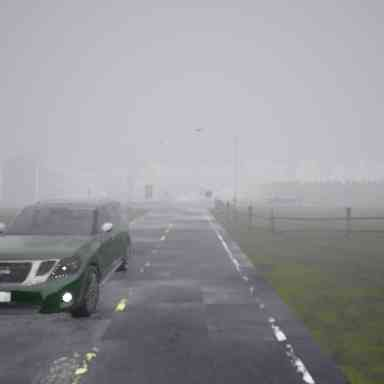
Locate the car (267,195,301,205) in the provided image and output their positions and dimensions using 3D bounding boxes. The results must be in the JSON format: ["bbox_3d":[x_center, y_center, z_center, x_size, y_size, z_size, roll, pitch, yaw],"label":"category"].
[{"bbox_3d":[13.861,1.206,49.768,5.008,1.535,1.882,-1,-1,0],"label":"car"}]

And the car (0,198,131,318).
[{"bbox_3d":[-2.854,1.201,7.720,2.150,2.045,5.566,0,0,0],"label":"car"}]
